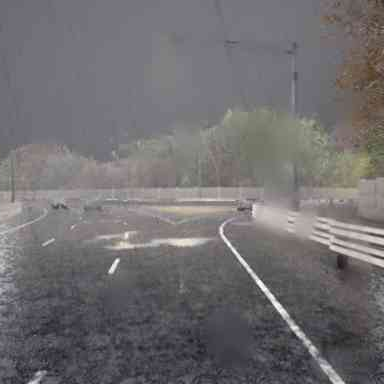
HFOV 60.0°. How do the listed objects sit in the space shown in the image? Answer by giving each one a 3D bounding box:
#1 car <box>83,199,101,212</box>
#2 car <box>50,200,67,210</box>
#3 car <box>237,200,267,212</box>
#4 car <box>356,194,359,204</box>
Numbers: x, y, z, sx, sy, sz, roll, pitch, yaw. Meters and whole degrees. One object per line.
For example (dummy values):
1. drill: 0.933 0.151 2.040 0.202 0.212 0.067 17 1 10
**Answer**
1. car: -12.658 1.661 42.045 2.128 1.511 4.902 0 0 -23
2. car: -19.040 1.809 47.413 1.895 1.301 4.718 0 0 -27
3. car: 7.396 1.639 40.036 2.033 1.411 5.357 0 0 38
4. car: 31.086 1.279 57.880 5.566 2.045 2.150 0 0 -23
